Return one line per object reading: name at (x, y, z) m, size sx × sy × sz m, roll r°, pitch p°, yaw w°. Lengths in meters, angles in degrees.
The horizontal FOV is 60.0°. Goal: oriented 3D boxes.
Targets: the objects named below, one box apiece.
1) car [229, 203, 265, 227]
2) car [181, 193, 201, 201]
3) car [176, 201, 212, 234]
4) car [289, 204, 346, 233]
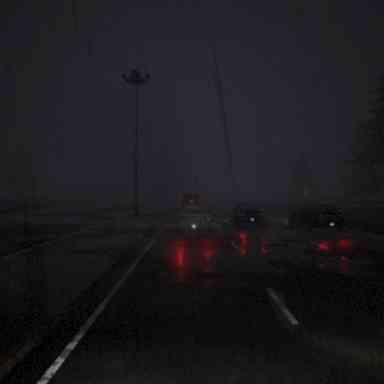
car at (3.595, 1.449, 22.137) m, size 1.812 × 1.442 × 4.674 m, roll 0°, pitch 0°, yaw 0°
car at (-0.097, 1.088, 38.534) m, size 2.150 × 2.045 × 5.566 m, roll 0°, pitch 0°, yaw -1°
car at (0.104, 1.461, 18.669) m, size 1.812 × 1.442 × 4.674 m, roll 0°, pitch 0°, yaw 0°
car at (7.105, 1.425, 19.288) m, size 2.128 × 1.511 × 4.902 m, roll 0°, pitch 0°, yaw 0°
